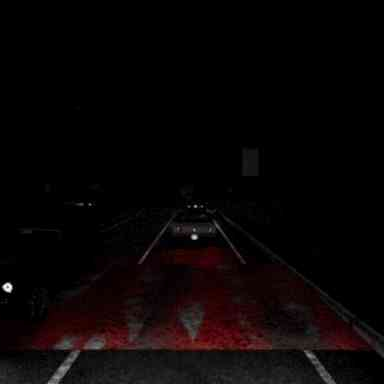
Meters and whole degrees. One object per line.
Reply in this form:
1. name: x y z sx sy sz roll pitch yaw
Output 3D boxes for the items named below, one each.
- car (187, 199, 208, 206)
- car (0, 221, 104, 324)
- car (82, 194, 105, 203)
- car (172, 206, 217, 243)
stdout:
1. car: 0.508 1.399 33.287 2.033 1.411 5.357 0 0 4
2. car: -3.347 1.351 6.879 1.895 1.301 4.718 0 2 0
3. car: -16.804 1.046 57.073 1.882 1.535 5.008 0 1 17
4. car: 0.101 1.539 15.697 1.895 1.301 4.718 0 0 0
